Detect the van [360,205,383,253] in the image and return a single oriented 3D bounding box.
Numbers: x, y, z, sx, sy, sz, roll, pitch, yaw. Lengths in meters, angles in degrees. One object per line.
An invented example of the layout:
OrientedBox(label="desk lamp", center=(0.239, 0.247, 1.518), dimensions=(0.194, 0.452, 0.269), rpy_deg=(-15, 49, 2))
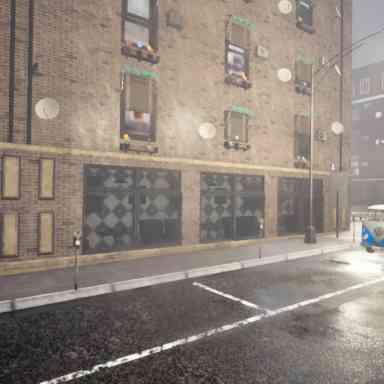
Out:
OrientedBox(label="van", center=(7.819, 1.344, 12.229), dimensions=(3.998, 1.788, 1.690), rpy_deg=(0, 1, -36))
